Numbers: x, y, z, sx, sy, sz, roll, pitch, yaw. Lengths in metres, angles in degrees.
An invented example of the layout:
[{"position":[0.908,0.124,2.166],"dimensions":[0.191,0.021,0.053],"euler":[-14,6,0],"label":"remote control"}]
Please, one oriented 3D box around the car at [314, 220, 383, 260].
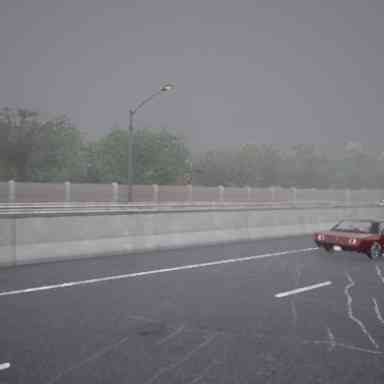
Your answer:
[{"position":[6.993,1.736,13.048],"dimensions":[4.718,1.301,1.895],"euler":[1,0,-34],"label":"car"}]
